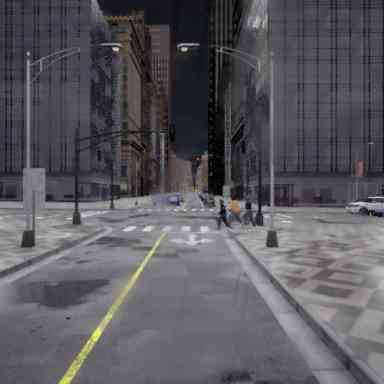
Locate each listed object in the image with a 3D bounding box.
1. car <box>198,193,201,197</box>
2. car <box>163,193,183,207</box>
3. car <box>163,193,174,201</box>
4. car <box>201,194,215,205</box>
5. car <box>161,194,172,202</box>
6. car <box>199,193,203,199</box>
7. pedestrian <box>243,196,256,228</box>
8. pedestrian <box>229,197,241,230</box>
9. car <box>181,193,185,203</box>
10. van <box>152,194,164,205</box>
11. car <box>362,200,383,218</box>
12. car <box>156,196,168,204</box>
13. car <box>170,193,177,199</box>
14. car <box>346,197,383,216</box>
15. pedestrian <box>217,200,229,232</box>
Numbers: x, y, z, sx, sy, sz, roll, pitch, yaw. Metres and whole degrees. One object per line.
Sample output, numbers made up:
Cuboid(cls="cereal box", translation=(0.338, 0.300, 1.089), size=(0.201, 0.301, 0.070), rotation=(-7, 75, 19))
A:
Cuboid(cls="car", translation=(3.092, 1.399, 84.189), size=(1.887, 1.381, 4.507), rotation=(0, 0, 0))
Cuboid(cls="car", translation=(-2.889, 1.417, 51.428), size=(1.882, 1.535, 5.008), rotation=(0, 0, 0))
Cuboid(cls="car", translation=(-5.470, 1.187, 78.596), size=(2.192, 1.841, 5.009), rotation=(0, 0, 0))
Cuboid(cls="car", translation=(2.900, 1.496, 55.944), size=(1.947, 1.339, 4.313), rotation=(0, 0, 0))
Cuboid(cls="car", translation=(-5.509, 1.329, 72.947), size=(1.967, 1.590, 4.097), rotation=(0, 0, 0))
Cuboid(cls="car", translation=(3.015, 1.471, 72.892), size=(1.802, 1.307, 4.206), rotation=(0, 0, 0))
Cuboid(cls="pedestrian", translation=(3.279, 1.128, 19.061), size=(0.375, 1.860, 0.375), rotation=(0, 0, 0))
Cuboid(cls="pedestrian", translation=(2.547, 1.130, 19.660), size=(0.375, 1.860, 0.375), rotation=(0, 0, 0))
Cuboid(cls="car", translation=(-2.703, 1.466, 67.801), size=(1.994, 1.385, 4.181), rotation=(0, 0, 1))
Cuboid(cls="van", translation=(-5.624, 1.271, 56.001), size=(1.690, 1.788, 3.998), rotation=(0, 0, 0))
Cuboid(cls="car", translation=(19.808, 1.817, 31.903), size=(5.357, 1.411, 2.033), rotation=(1, 0, 0))
Cuboid(cls="car", translation=(-5.586, 1.500, 61.650), size=(1.802, 1.307, 4.206), rotation=(0, 0, 0))
Cuboid(cls="car", translation=(-5.355, 1.159, 95.437), size=(1.690, 1.788, 3.998), rotation=(0, 0, 0))
Cuboid(cls="car", translation=(19.386, 1.495, 35.144), size=(5.566, 2.045, 2.150), rotation=(1, 0, 0))
Cuboid(cls="pedestrian", translation=(1.713, 1.284, 18.459), size=(0.375, 1.860, 0.375), rotation=(0, 0, 0))
